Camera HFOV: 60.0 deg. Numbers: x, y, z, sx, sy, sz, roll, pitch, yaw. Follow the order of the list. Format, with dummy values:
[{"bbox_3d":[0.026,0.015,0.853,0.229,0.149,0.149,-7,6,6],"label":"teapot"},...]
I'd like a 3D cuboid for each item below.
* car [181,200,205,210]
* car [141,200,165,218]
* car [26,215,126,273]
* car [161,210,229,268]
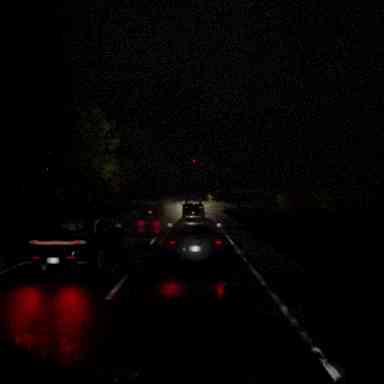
[{"bbox_3d":[0.104,1.408,28.639,2.128,1.511,4.902,0,0,0],"label":"car"},{"bbox_3d":[-3.396,1.440,29.361,1.812,1.442,4.674,0,0,0],"label":"car"},{"bbox_3d":[-3.407,1.462,10.600,2.128,1.511,4.902,0,0,0],"label":"car"},{"bbox_3d":[0.094,1.532,11.165,1.994,1.385,4.181,0,0,0],"label":"car"}]
